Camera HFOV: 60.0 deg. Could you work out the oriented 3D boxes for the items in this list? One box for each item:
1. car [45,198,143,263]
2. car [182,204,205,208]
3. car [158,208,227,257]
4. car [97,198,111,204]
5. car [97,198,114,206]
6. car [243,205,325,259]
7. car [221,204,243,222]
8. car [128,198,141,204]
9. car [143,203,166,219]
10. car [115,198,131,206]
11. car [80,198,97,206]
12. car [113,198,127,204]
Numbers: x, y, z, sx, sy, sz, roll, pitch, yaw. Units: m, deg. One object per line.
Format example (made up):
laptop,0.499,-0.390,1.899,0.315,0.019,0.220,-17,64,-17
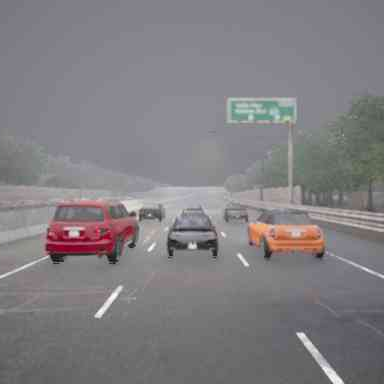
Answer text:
car,-3.469,1.340,12.533,2.150,2.045,5.566,0,0,0
car,0.109,1.728,28.435,2.128,1.511,4.902,0,0,1
car,0.043,1.616,13.466,2.128,1.511,4.902,0,0,1
car,-20.380,2.078,77.342,1.812,1.442,4.674,0,0,1
car,-17.049,2.014,65.936,2.128,1.511,4.902,0,0,1
car,3.543,1.474,13.367,2.097,1.767,4.553,0,-1,1
car,3.610,1.728,28.413,2.128,1.511,4.902,0,0,1
car,-13.374,2.097,77.647,2.033,1.411,5.357,0,0,1
car,-3.379,1.718,29.186,1.882,1.535,5.008,0,0,1
car,-13.552,2.009,65.892,2.128,1.511,4.902,0,0,1
car,-20.547,2.023,65.968,1.812,1.442,4.674,0,0,1
car,-16.874,2.097,77.703,2.033,1.411,5.357,0,0,1
